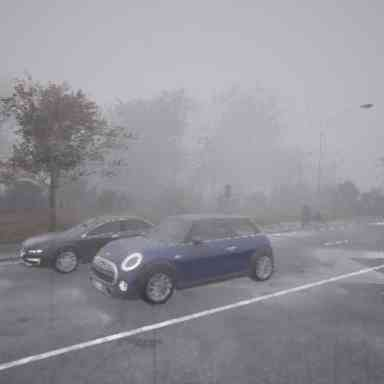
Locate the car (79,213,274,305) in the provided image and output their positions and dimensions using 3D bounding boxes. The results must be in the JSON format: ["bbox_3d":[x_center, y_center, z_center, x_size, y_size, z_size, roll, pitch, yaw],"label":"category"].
[{"bbox_3d":[-0.101,1.364,8.220,4.553,1.767,2.097,0,0,-36],"label":"car"}]

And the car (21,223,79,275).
[{"bbox_3d":[-2.734,1.516,10.640,4.892,1.490,1.837,1,0,-36],"label":"car"}]
